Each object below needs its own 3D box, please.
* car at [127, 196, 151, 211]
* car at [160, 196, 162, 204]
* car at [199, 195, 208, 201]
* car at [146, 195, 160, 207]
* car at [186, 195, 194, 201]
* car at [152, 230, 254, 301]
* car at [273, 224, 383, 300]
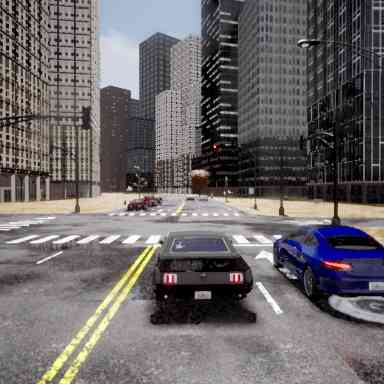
[{"bbox_3d":[-6.561,1.530,40.362,1.994,1.385,4.181,0,0,0],"label":"car"},{"bbox_3d":[-6.540,1.416,60.902,2.128,1.511,4.902,0,0,0],"label":"car"},{"bbox_3d":[2.772,1.397,80.574,1.812,1.442,4.674,0,0,-4],"label":"car"},{"bbox_3d":[-6.551,1.299,50.611,2.097,1.767,4.553,0,0,0],"label":"car"},{"bbox_3d":[-0.477,1.469,80.459,1.895,1.301,4.718,0,0,-4],"label":"car"},{"bbox_3d":[0.106,1.598,8.302,1.895,1.301,4.718,0,0,-3],"label":"car"},{"bbox_3d":[3.349,1.523,8.272,1.812,1.442,4.674,0,0,1],"label":"car"}]
